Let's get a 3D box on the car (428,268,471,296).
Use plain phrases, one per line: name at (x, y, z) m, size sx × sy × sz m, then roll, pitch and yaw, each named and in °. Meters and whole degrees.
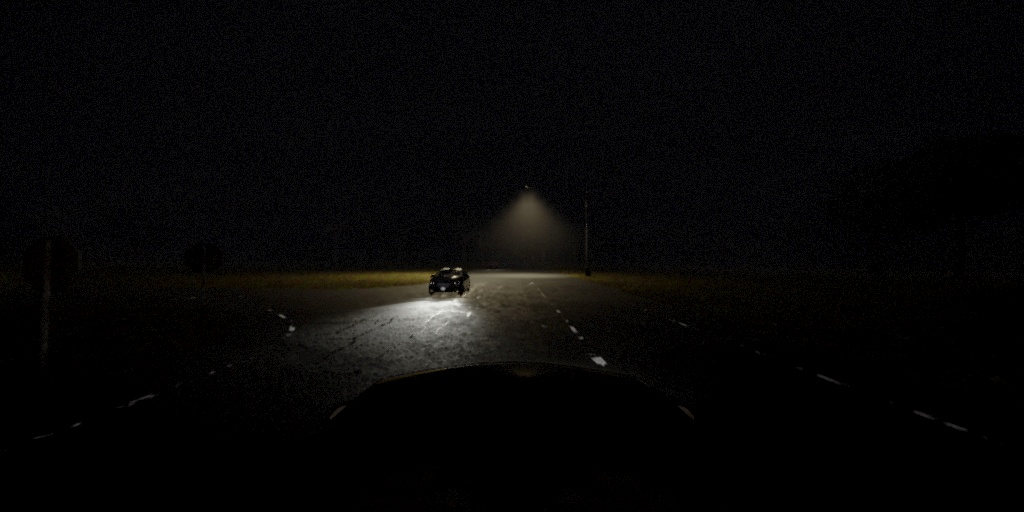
car at (-3.484, 1.445, 20.628) m, size 2.128 × 1.511 × 4.902 m, roll 0°, pitch -1°, yaw 0°
